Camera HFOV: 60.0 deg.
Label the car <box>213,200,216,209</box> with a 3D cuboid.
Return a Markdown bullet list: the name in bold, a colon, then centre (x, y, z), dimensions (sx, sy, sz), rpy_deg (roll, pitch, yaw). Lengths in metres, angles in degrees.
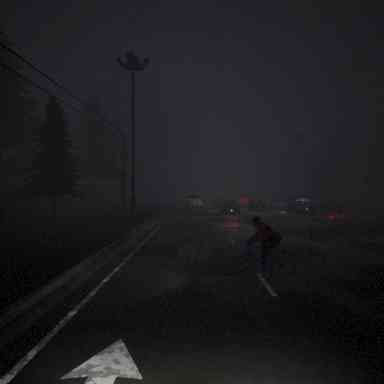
- **car**: centre (3.836, 1.547, 44.393), dimensions (2.033, 1.411, 5.357), rpy_deg (0, 0, 1)

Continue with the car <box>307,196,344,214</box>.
- **car**: centre (14.305, 1.492, 35.320), dimensions (2.128, 1.511, 4.902), rpy_deg (0, 0, 0)

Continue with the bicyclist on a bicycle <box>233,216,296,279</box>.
- **bicyclist on a bicycle**: centre (1.853, 1.455, 8.637), dimensions (1.656, 1.620, 0.582), rpy_deg (-2, 0, 0)

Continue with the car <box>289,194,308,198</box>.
- **car**: centre (14.355, 1.221, 45.568), dimensions (2.150, 2.045, 5.566), rpy_deg (0, 0, 0)

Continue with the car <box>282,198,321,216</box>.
- **car**: centre (10.791, 1.564, 33.182), dimensions (1.994, 1.385, 4.181), rpy_deg (0, 0, 0)

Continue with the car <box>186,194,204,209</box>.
- **car**: centre (0.355, 1.221, 44.584), dimensions (2.150, 2.045, 5.566), rpy_deg (0, 0, 1)

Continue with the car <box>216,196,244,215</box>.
- **car**: centre (3.797, 1.505, 34.069), dimensions (1.837, 1.490, 4.892), rpy_deg (0, 0, 0)

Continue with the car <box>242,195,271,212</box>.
- **car**: centre (7.323, 1.478, 38.320), dimensions (1.882, 1.535, 5.008), rpy_deg (0, 0, 1)

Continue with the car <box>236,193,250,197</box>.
- **car**: centre (7.364, 1.221, 48.333), dimensions (2.150, 2.045, 5.566), rpy_deg (0, 0, 1)

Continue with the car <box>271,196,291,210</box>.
- **car**: centre (10.831, 1.547, 43.242), dimensions (2.033, 1.411, 5.357), rpy_deg (0, 0, 0)
